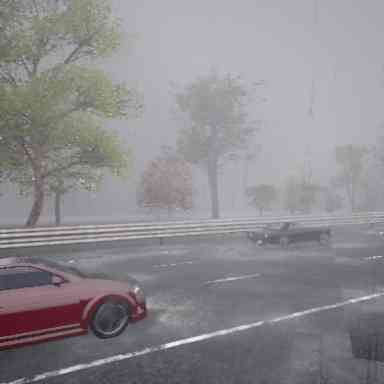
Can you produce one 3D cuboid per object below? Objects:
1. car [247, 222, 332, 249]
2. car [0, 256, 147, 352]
[{"bbox_3d":[5.474,2.295,18.406,4.718,1.301,1.895,0,-3,-28],"label":"car"},{"bbox_3d":[-2.945,1.865,5.913,4.181,1.385,1.994,0,-3,-29],"label":"car"}]
